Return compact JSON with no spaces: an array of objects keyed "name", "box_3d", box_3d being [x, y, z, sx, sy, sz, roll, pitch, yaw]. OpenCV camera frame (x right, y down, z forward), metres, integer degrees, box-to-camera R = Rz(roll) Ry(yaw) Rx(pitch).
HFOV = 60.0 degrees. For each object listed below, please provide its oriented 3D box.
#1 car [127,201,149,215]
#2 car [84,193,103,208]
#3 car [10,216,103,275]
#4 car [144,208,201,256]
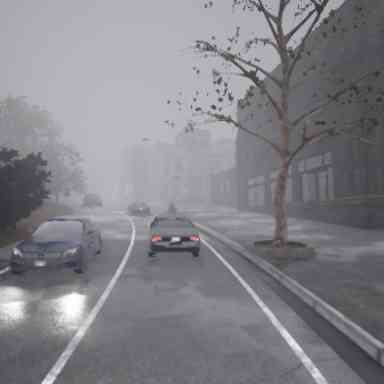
[{"name":"car","box_3d":[-5.797,1.680,35.943,1.994,1.385,4.181,2,-1,-17]},{"name":"car","box_3d":[-14.935,1.234,50.013,2.150,2.045,5.566,2,-1,-25]},{"name":"car","box_3d":[-4.032,1.527,10.622,1.812,1.442,4.674,0,0,-6]},{"name":"car","box_3d":[-0.801,1.577,13.211,2.033,1.411,5.357,1,0,-6]}]
